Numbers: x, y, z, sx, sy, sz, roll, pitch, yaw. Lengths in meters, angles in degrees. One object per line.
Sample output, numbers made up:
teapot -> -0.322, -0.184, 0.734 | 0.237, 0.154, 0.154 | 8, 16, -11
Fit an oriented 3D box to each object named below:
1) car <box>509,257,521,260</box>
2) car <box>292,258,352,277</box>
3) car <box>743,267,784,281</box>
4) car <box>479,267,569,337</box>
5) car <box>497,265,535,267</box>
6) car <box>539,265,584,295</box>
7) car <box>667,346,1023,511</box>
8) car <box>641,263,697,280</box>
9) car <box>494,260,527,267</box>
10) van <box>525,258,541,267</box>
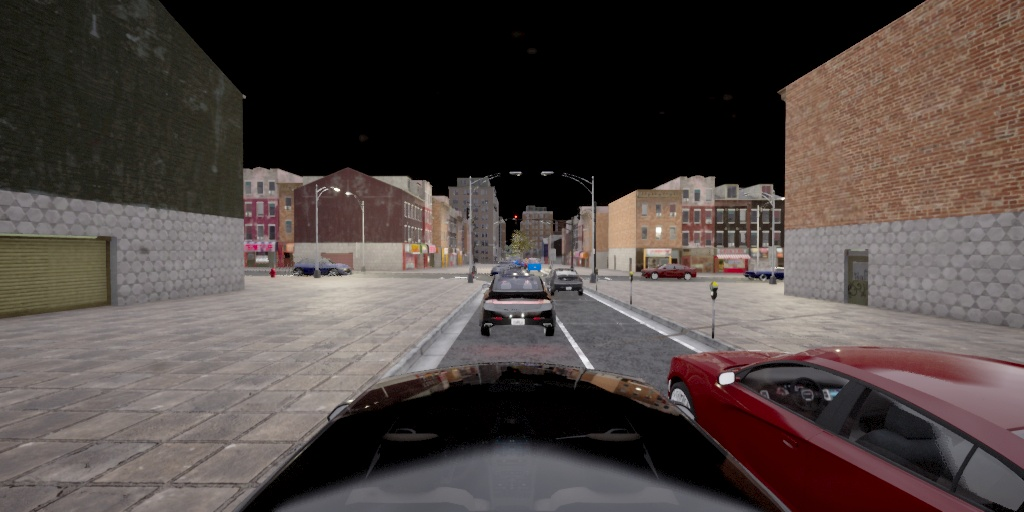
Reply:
car -> 0.410, 1.199, 62.558 | 2.150, 2.045, 5.566 | 0, 0, 0
car -> -16.529, 0.959, 31.415 | 4.553, 1.767, 2.097 | 1, 1, 0
car -> 24.823, 1.716, 34.087 | 4.718, 1.301, 1.895 | 1, 1, 0
car -> 0.142, 1.243, 10.353 | 2.128, 1.511, 4.902 | 0, 0, 0
car -> 0.219, 1.369, 20.396 | 1.895, 1.301, 4.718 | 0, 0, 1
car -> 2.723, 1.316, 19.263 | 2.007, 1.370, 4.403 | 0, 0, 0
car -> 2.637, 1.294, 2.387 | 1.888, 1.381, 4.507 | 0, 0, 0
car -> 14.863, 1.462, 34.152 | 5.008, 1.535, 1.882 | 1, 1, 0
car -> -0.473, 1.358, 36.422 | 1.994, 1.385, 4.181 | 0, -1, 26
van -> 2.861, 1.210, 46.217 | 1.690, 1.789, 3.998 | 0, 0, 0
